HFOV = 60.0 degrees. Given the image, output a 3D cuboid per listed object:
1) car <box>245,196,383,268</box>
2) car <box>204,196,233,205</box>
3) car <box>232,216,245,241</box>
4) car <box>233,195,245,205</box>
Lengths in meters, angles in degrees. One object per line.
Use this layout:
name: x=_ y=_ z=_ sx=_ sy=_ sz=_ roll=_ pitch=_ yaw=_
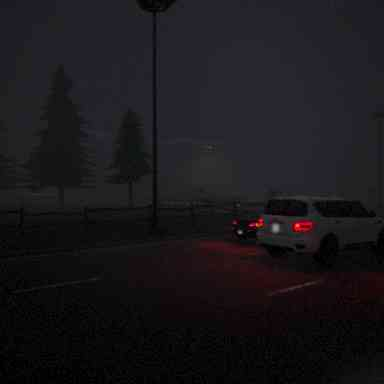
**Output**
car: x=4.699 y=1.174 z=11.465 sx=5.566 sy=2.045 sz=2.150 roll=1 pitch=-1 yaw=-35
car: x=4.072 y=1.464 z=55.477 sx=1.895 sy=1.301 sz=4.718 roll=0 pitch=0 yaw=-35
car: x=3.882 y=1.481 z=15.166 sx=4.674 sy=1.442 sz=1.812 roll=0 pitch=0 yaw=-35
car: x=7.755 y=1.355 z=56.306 sx=1.837 sy=1.490 sz=4.892 roll=0 pitch=0 yaw=-35
